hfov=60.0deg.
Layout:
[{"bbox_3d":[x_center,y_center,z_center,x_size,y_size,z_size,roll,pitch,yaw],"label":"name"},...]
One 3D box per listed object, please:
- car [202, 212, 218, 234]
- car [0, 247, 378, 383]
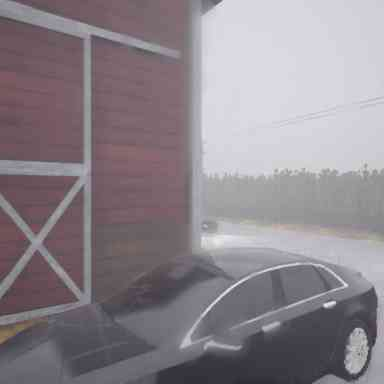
[{"bbox_3d":[-0.357,1.561,18.555,1.994,1.385,4.181,0,0,-32],"label":"car"},{"bbox_3d":[0.304,1.505,3.905,4.892,1.490,1.837,0,-1,-35],"label":"car"}]
